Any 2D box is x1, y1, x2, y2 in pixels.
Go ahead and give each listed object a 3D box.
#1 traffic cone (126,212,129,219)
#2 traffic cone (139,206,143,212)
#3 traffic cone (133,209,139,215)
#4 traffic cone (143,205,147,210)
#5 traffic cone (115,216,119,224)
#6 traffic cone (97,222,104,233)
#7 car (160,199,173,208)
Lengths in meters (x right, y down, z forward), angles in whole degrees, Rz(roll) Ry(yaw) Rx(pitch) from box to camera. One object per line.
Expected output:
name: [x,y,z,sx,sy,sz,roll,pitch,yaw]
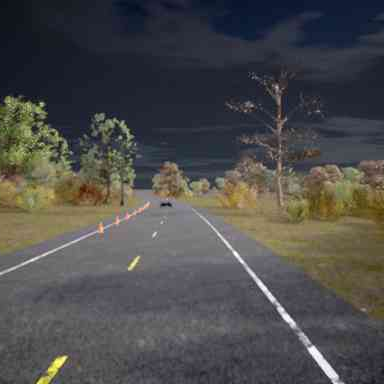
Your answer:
traffic cone: [-5.606,2.051,28.948,0.340,0.580,0.340,0,0,-3]
traffic cone: [-6.154,2.078,38.883,0.340,0.580,0.340,0,0,-4]
traffic cone: [-5.861,2.065,33.916,0.340,0.580,0.340,0,0,-3]
traffic cone: [-6.487,2.090,43.848,0.340,0.580,0.340,0,0,-4]
traffic cone: [-5.390,2.036,23.977,0.340,0.580,0.340,0,0,-2]
traffic cone: [-5.213,2.021,19.004,0.340,0.580,0.340,0,0,-2]
car: [-3.872,1.745,49.578,1.895,1.301,4.718,0,0,-5]
